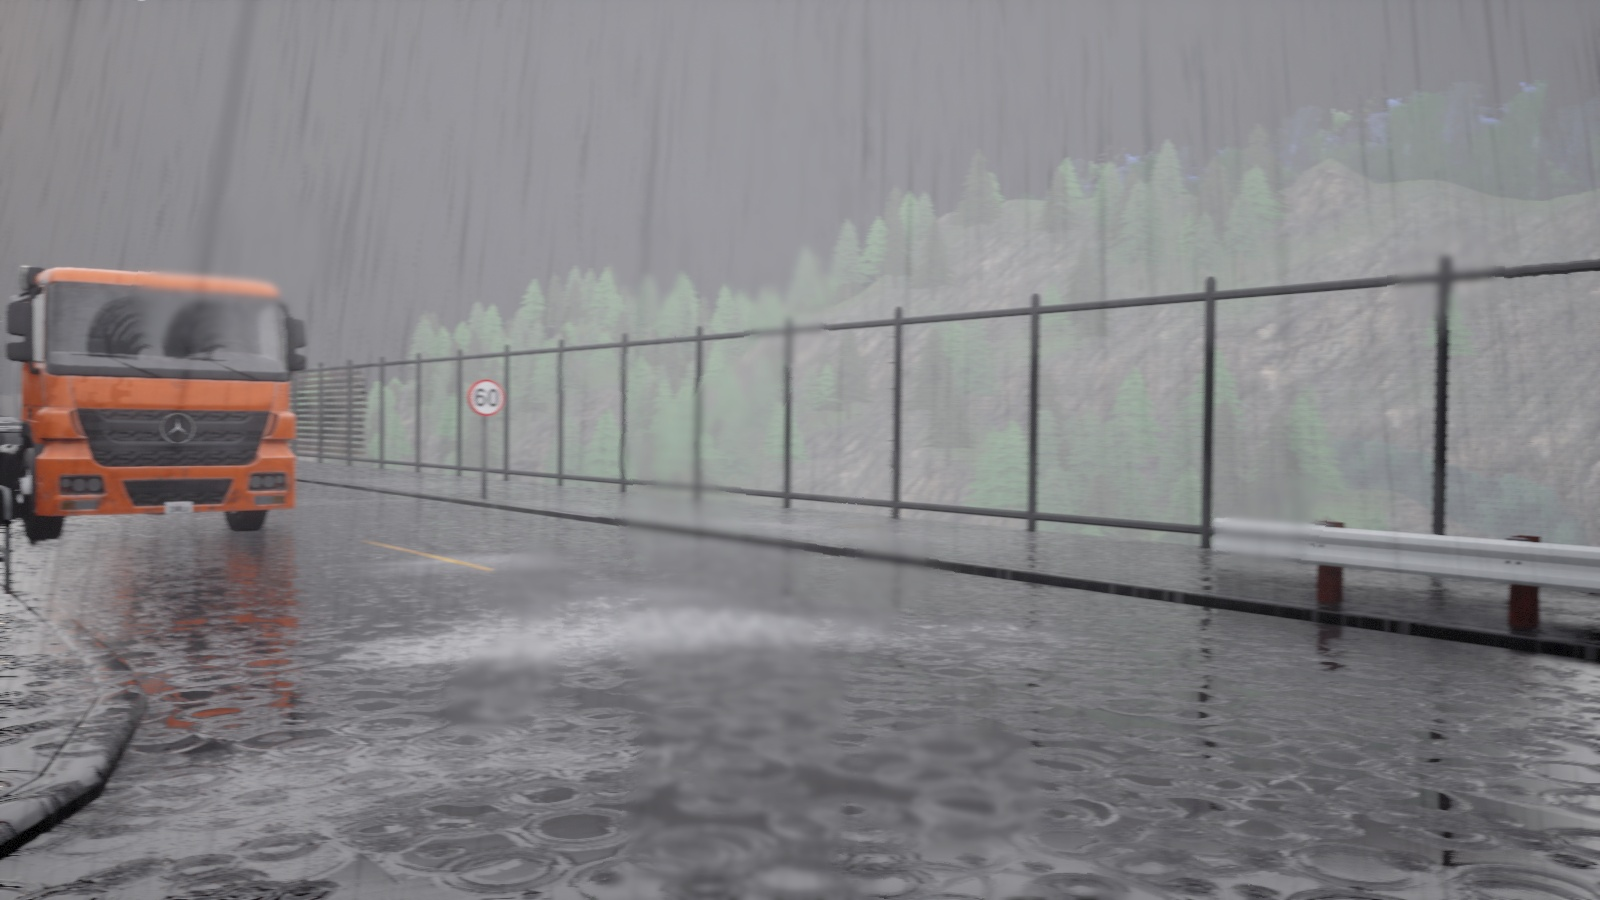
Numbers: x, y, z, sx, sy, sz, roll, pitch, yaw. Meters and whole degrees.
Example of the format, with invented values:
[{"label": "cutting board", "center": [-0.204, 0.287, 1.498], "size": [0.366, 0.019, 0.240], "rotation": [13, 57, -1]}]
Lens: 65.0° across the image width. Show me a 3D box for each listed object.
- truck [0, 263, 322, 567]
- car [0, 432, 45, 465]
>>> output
[{"label": "truck", "center": [-9.734, -0.458, 18.314], "size": [2.891, 3.462, 7.936], "rotation": [-1, 1, -38]}, {"label": "car", "center": [-38.378, -0.116, 61.293], "size": [2.007, 1.525, 4.514], "rotation": [-1, 1, -38]}]
